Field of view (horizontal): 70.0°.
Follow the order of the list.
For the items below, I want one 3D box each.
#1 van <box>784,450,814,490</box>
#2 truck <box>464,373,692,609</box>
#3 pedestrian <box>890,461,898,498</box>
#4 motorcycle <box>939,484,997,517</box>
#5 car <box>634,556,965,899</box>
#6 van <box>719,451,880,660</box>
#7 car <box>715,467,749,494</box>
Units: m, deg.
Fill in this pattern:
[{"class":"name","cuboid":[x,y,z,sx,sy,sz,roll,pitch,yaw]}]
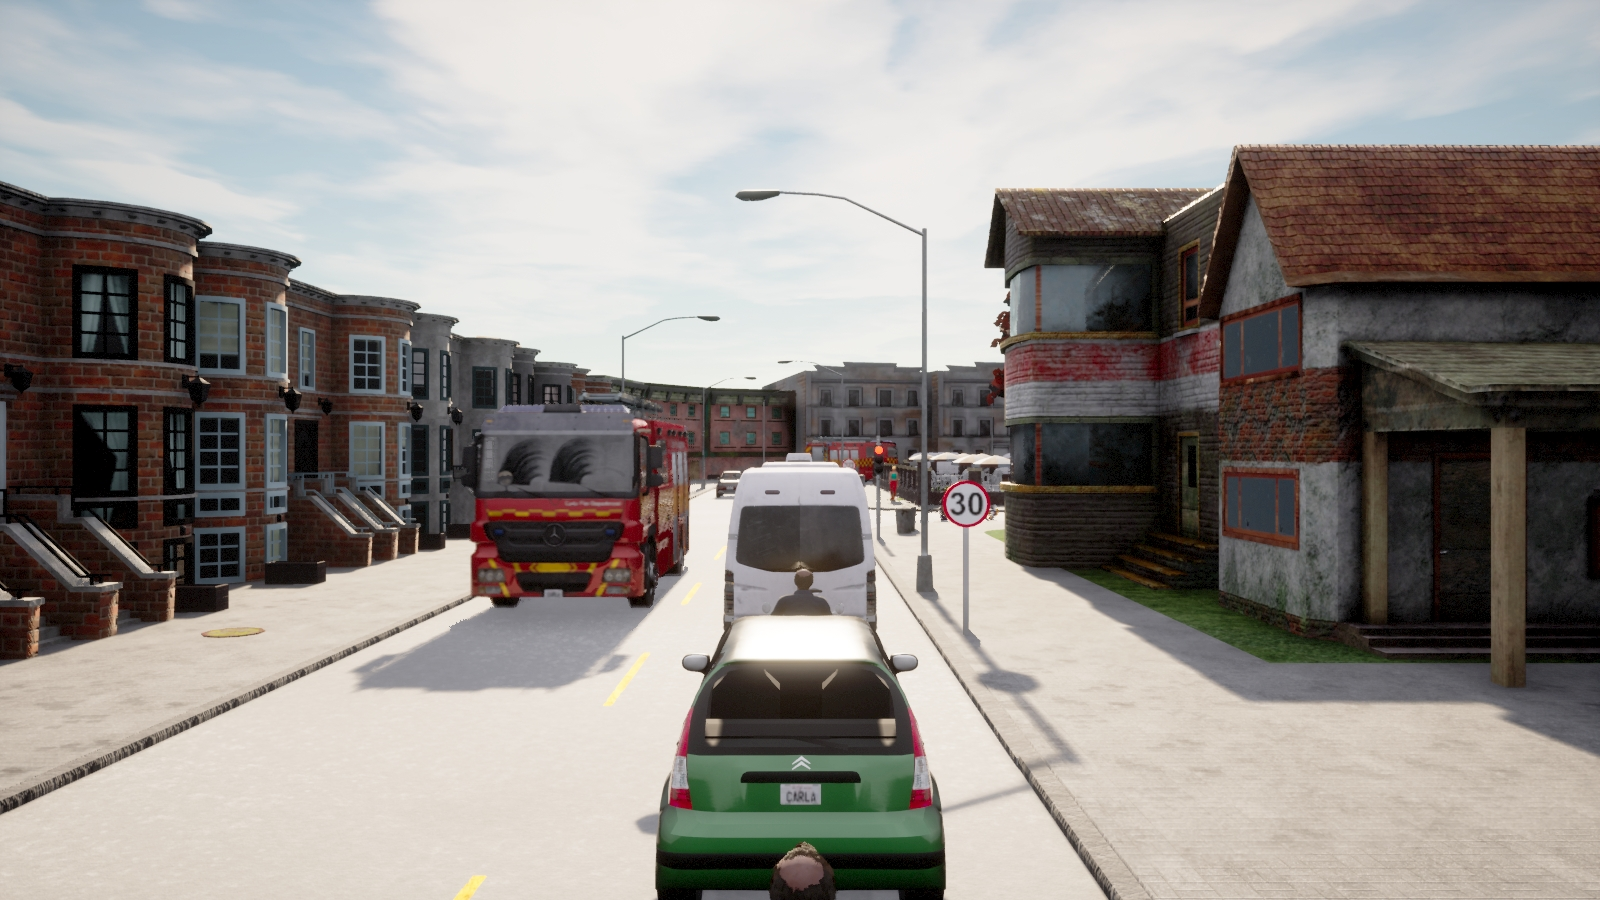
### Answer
[{"class":"van","cuboid":[-0.059,1.286,76.777,1.988,2.561,5.915,0,0,0]},{"class":"truck","cuboid":[-4.003,0.662,22.796,2.891,3.827,8.468,0,0,0]},{"class":"pedestrian","cuboid":[4.767,1.494,58.177,0.375,1.860,0.375,0,0,0]},{"class":"motorcycle","cuboid":[6.591,1.968,44.908,2.209,1.251,0.867,0,-1,3]},{"class":"car","cuboid":[-0.003,1.776,8.384,1.851,1.617,3.988,0,0,0]},{"class":"van","cuboid":[-0.006,1.308,17.043,1.988,2.561,5.915,0,0,0]},{"class":"car","cuboid":[-4.014,1.781,67.520,1.789,1.549,3.705,0,0,0]}]
